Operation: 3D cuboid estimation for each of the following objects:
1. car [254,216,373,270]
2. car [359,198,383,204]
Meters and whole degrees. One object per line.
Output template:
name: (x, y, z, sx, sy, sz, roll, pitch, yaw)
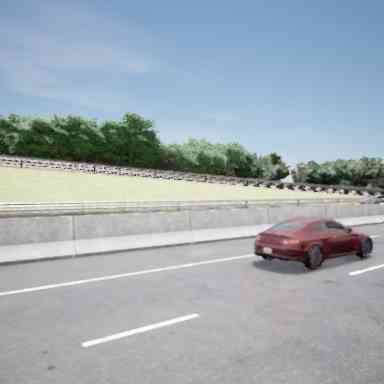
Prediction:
car: (4.085, 1.531, 11.017, 4.674, 1.442, 1.812, 0, 0, -35)
car: (26.503, 1.570, 48.457, 5.357, 1.411, 2.033, 0, 0, -35)
